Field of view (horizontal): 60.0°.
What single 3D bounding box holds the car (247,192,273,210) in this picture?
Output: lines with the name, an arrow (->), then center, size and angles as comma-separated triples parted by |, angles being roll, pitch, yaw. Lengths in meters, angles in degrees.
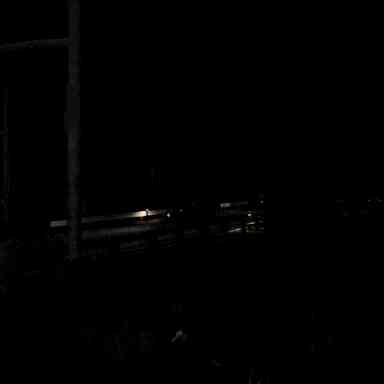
car -> 6.993, 0.779, 30.623 | 1.882, 1.535, 5.008 | 0, 1, 42

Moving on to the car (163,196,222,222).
car -> 0.117, 1.091, 22.924 | 2.128, 1.511, 4.902 | 0, 3, 41
